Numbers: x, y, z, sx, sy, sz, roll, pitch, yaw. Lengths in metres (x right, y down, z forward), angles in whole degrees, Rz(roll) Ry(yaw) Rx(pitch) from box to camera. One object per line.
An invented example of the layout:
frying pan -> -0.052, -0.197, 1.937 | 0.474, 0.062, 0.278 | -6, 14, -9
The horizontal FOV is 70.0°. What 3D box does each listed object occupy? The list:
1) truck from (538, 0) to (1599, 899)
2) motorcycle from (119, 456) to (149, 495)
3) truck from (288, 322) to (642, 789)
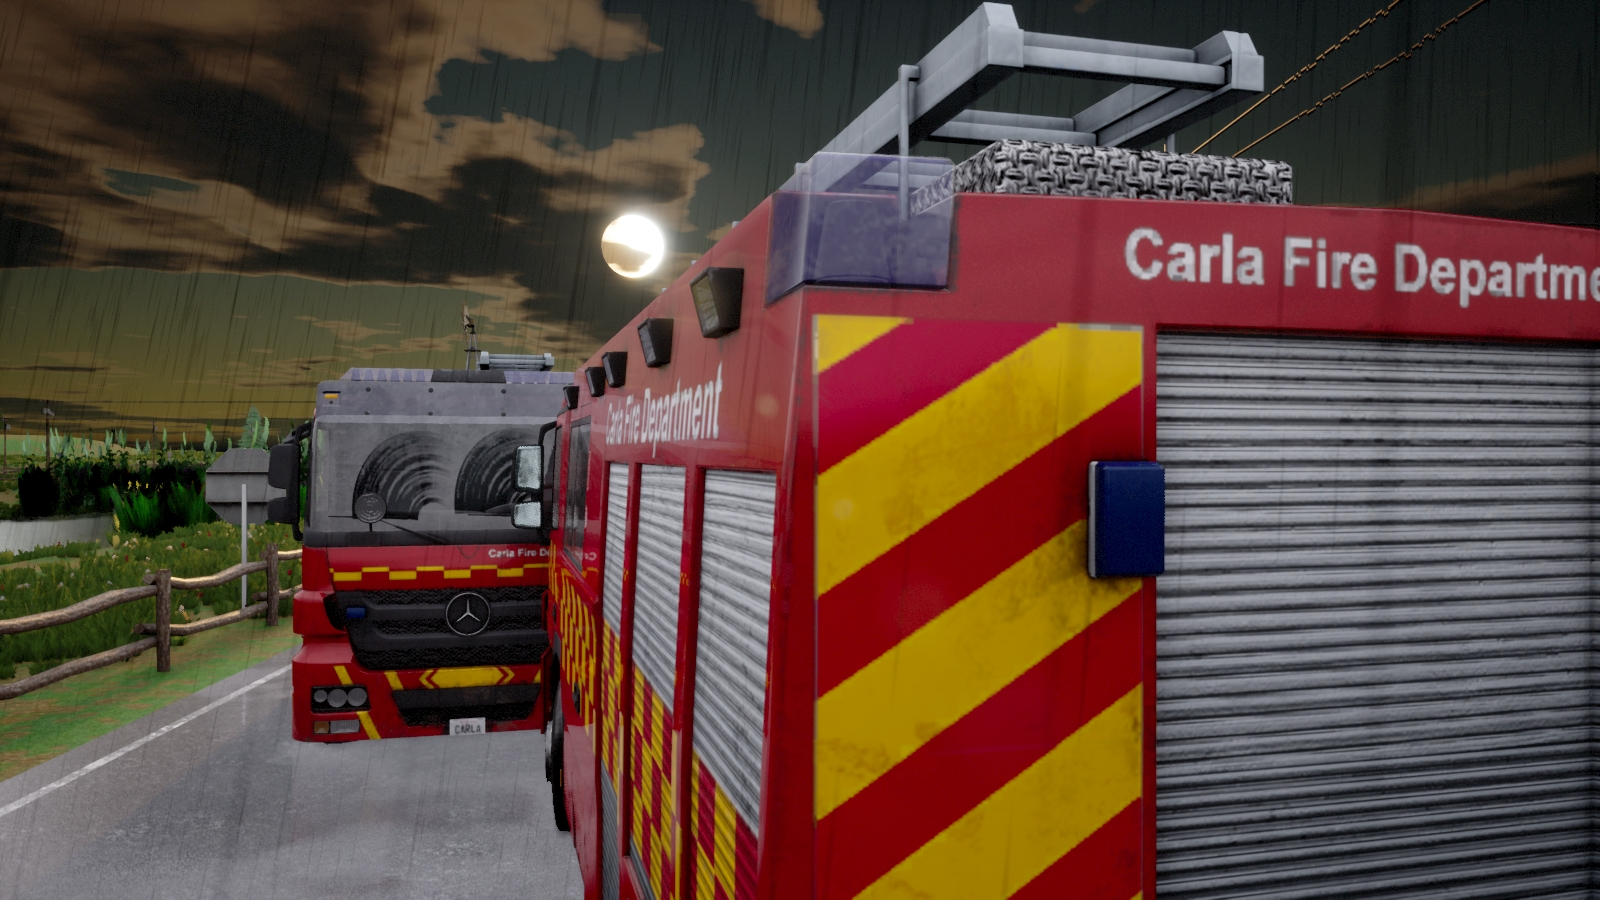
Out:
truck -> 0.095, 0.867, 6.872 | 2.891, 3.827, 8.468 | 0, 0, -15
motorcycle -> -41.412, 1.577, 71.097 | 0.803, 2.348, 2.033 | 0, 0, -4
truck -> -3.924, 0.862, 13.828 | 2.891, 3.827, 8.468 | 0, 0, -15
